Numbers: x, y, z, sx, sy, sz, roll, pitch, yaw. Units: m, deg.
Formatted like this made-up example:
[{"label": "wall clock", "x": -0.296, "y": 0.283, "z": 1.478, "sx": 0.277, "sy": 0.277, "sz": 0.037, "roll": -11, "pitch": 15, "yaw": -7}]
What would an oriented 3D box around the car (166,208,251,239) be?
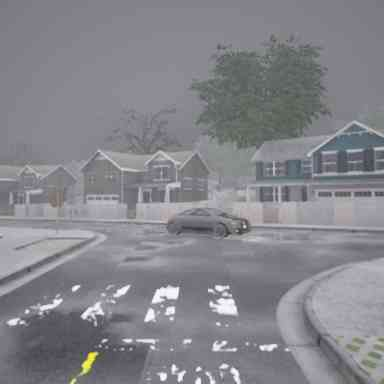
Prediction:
[{"label": "car", "x": 0.762, "y": 1.467, "z": 16.470, "sx": 4.181, "sy": 1.385, "sz": 1.994, "roll": -2, "pitch": -2, "yaw": 34}]
